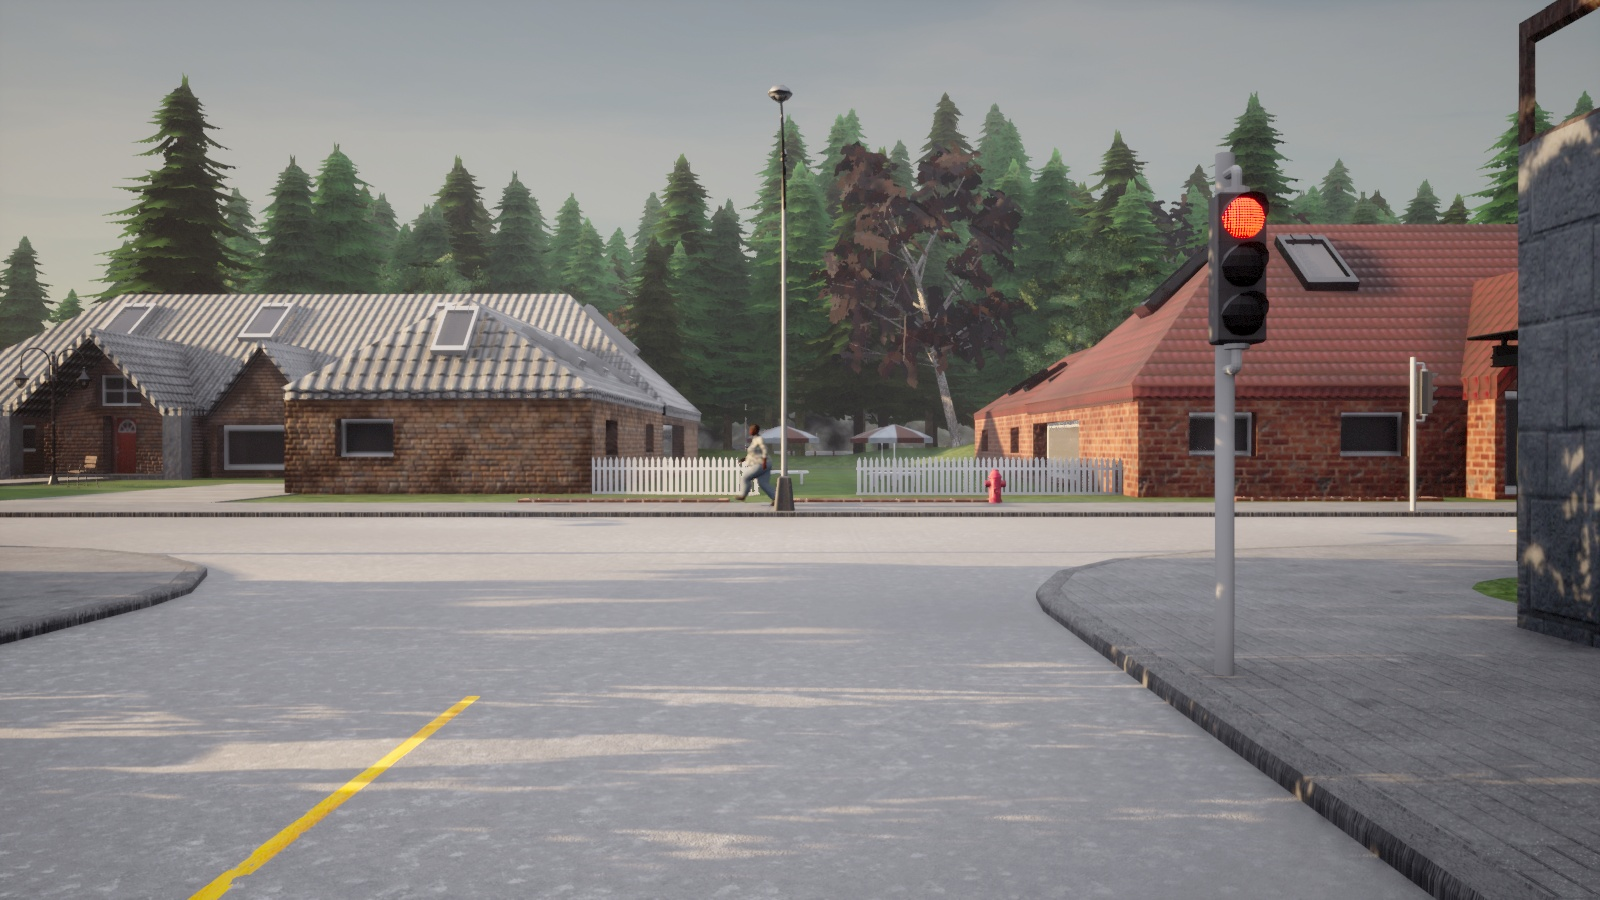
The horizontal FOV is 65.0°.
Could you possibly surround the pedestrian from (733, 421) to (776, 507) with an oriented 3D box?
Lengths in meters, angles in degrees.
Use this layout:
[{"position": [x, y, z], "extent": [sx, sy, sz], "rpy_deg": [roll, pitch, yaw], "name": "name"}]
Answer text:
[{"position": [-0.980, 0.301, 27.388], "extent": [0.900, 1.855, 0.874], "rpy_deg": [0, 0, 0], "name": "pedestrian"}]
